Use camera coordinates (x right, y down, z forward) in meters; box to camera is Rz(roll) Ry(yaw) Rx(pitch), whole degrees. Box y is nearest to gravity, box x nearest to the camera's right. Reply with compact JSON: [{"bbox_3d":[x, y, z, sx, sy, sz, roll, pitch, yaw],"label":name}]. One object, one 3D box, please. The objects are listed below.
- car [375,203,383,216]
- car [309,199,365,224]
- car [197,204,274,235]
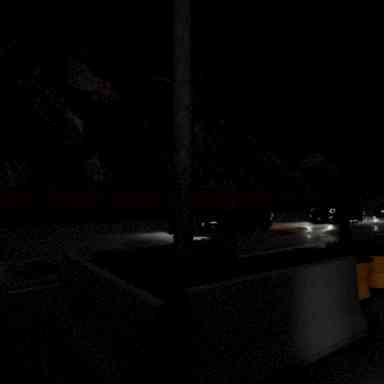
[{"bbox_3d":[18.378,1.399,29.920,4.902,1.511,2.128,0,0,-35],"label":"car"},{"bbox_3d":[10.706,1.286,24.506,4.553,1.767,2.097,0,0,-35],"label":"car"},{"bbox_3d":[2.532,1.467,18.692,4.892,1.490,1.837,0,0,-35],"label":"car"}]
